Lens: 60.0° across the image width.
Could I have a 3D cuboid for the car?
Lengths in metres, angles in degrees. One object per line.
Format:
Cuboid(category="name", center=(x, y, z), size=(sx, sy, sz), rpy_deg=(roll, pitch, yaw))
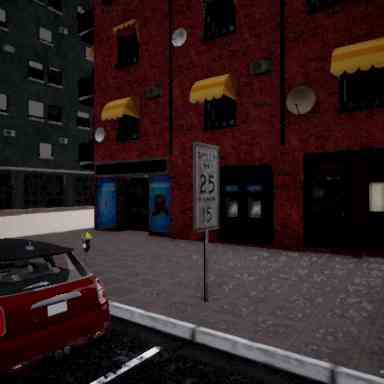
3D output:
Cuboid(category="car", center=(-3.215, 1.439, 5.170), size=(4.097, 1.590, 1.967), rpy_deg=(0, 0, 36))
